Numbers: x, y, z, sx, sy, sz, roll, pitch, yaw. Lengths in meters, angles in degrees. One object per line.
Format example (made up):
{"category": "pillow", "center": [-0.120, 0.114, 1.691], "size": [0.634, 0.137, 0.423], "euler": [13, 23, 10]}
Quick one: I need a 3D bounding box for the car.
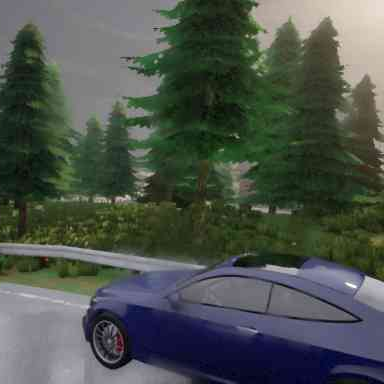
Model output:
{"category": "car", "center": [0.743, 1.500, 4.106], "size": [4.674, 1.442, 1.812], "euler": [1, 1, 31]}
